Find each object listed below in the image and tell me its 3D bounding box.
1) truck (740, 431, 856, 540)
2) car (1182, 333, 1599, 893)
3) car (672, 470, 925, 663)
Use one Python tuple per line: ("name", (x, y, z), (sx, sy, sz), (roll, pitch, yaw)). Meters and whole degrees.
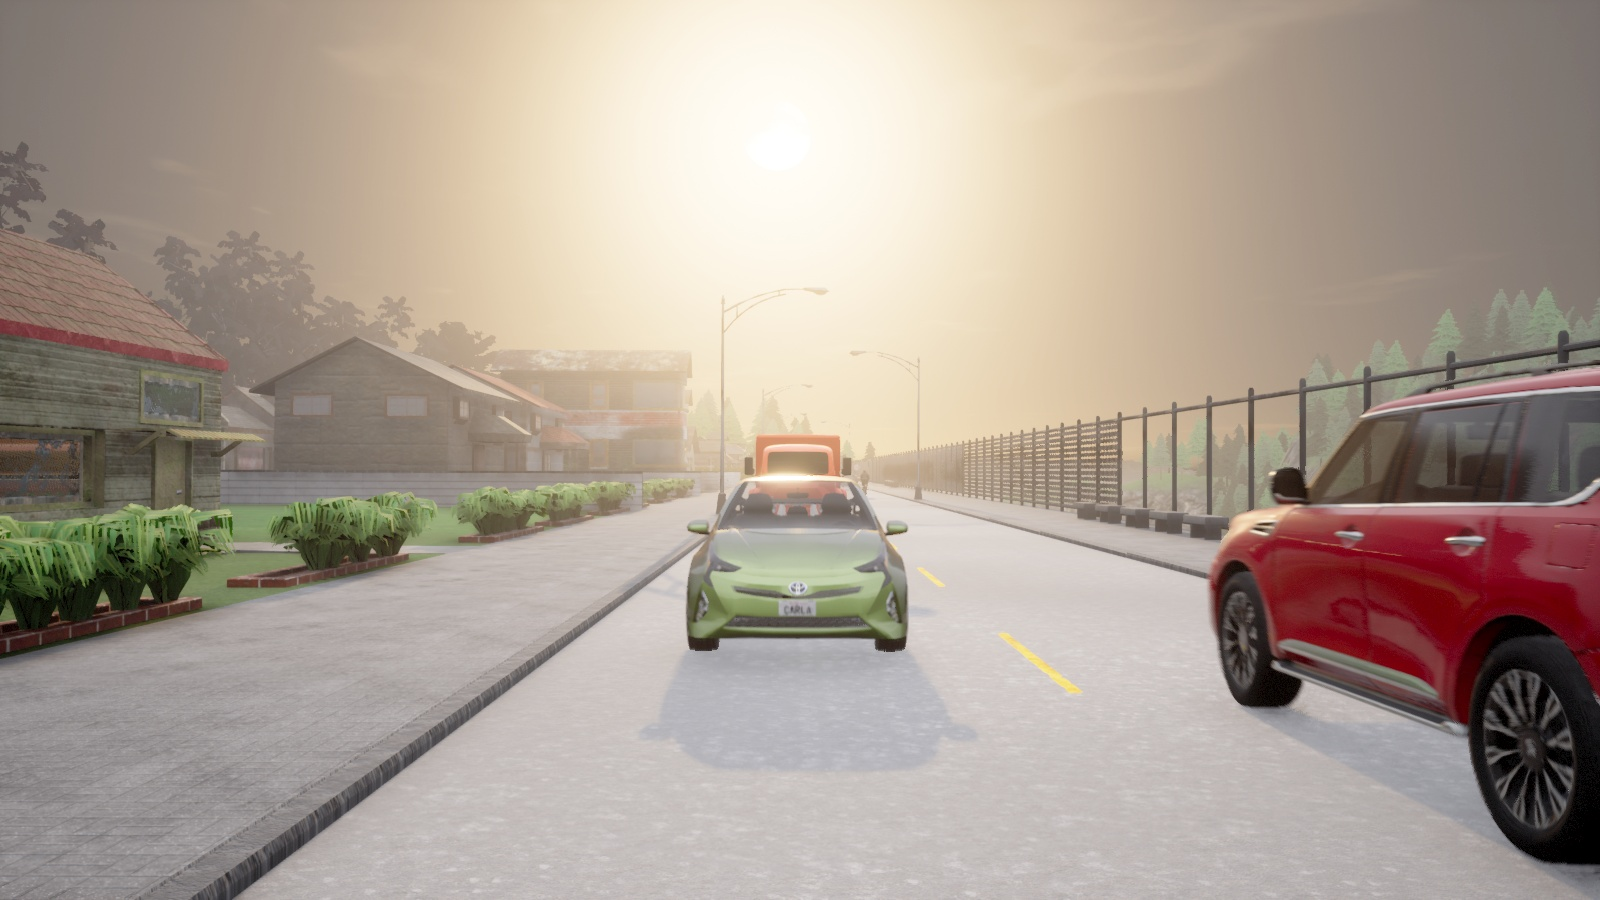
("truck", (-0.048, 0.850, 31.136), (2.627, 2.467, 5.204), (0, -1, 0))
("car", (3.989, 0.630, 6.750), (2.150, 2.045, 5.566), (0, -1, 0))
("car", (-0.016, 0.967, 12.267), (2.007, 1.525, 4.514), (0, -1, 0))
